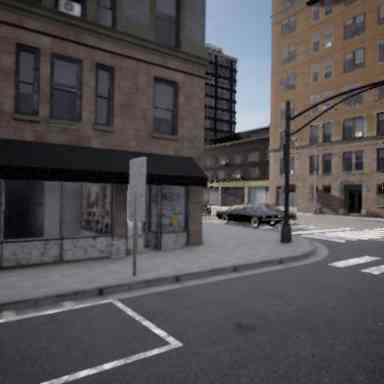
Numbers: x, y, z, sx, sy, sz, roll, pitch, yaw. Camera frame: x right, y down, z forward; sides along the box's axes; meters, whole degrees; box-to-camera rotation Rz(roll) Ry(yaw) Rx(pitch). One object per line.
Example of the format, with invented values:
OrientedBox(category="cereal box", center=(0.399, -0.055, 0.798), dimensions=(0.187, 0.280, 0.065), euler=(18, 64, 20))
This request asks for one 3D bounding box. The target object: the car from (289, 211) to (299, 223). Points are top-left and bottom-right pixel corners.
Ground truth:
OrientedBox(category="car", center=(5.565, 1.595, 25.769), dimensions=(2.033, 1.411, 5.357), euler=(1, 0, -35))

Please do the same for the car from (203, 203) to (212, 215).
OrientedBox(category="car", center=(0.179, 1.542, 33.423), dimensions=(1.994, 1.385, 4.181), euler=(1, 0, -35))

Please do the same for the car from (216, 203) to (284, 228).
OrientedBox(category="car", center=(3.804, 1.596, 22.614), dimensions=(1.895, 1.301, 4.718), euler=(1, 0, -35))
